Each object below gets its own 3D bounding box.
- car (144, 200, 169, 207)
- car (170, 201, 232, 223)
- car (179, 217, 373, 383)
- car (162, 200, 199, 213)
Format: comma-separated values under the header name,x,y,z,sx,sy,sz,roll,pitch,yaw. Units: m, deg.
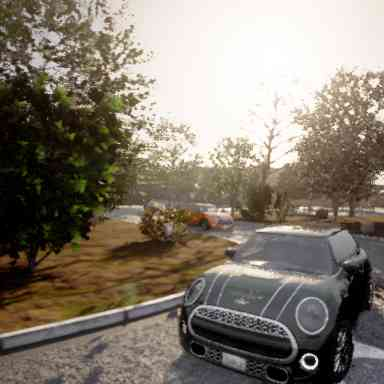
name,x,y,z,sx,sy,sz,roll,pitch,yaw
car,-4.136,1.709,38.955,2.097,1.767,4.553,2,-1,-22
car,0.765,1.569,22.191,2.097,1.767,4.553,2,-1,-36
car,1.747,1.397,5.742,2.097,1.767,4.553,0,0,34
car,-1.552,1.995,46.075,5.008,1.535,1.882,1,-1,4
